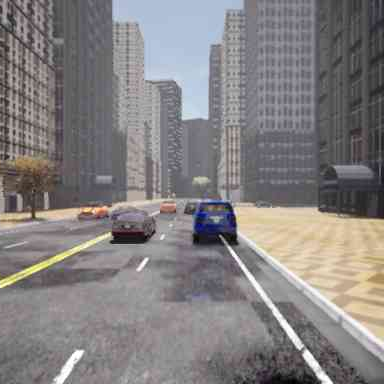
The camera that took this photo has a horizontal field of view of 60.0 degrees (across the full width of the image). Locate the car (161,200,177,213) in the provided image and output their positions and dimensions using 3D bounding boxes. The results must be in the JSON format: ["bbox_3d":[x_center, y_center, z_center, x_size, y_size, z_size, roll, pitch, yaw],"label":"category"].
[{"bbox_3d":[-3.150,1.944,45.883,2.097,1.767,4.553,0,-1,0],"label":"car"}]

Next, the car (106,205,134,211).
[{"bbox_3d":[-6.595,1.972,32.858,2.033,1.411,5.357,0,-1,0],"label":"car"}]

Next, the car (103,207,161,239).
[{"bbox_3d":[-3.150,1.790,18.748,2.033,1.411,5.357,0,-1,0],"label":"car"}]

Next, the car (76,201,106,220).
[{"bbox_3d":[-9.841,1.780,33.179,2.097,1.767,4.553,0,-1,0],"label":"car"}]

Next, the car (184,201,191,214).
[{"bbox_3d":[0.061,1.923,44.129,2.097,1.767,4.553,0,-1,0],"label":"car"}]

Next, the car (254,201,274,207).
[{"bbox_3d":[15.921,2.778,73.476,4.403,1.369,2.008,1,0,-1],"label":"car"}]

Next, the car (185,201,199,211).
[{"bbox_3d":[0.001,2.192,54.207,2.128,1.511,4.902,0,-1,0],"label":"car"}]

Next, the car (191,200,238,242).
[{"bbox_3d":[1.139,1.458,18.020,2.150,2.045,5.566,0,-1,0],"label":"car"}]

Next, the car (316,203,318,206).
[{"bbox_3d":[32.751,2.811,82.194,4.097,1.590,1.967,1,0,-1],"label":"car"}]
